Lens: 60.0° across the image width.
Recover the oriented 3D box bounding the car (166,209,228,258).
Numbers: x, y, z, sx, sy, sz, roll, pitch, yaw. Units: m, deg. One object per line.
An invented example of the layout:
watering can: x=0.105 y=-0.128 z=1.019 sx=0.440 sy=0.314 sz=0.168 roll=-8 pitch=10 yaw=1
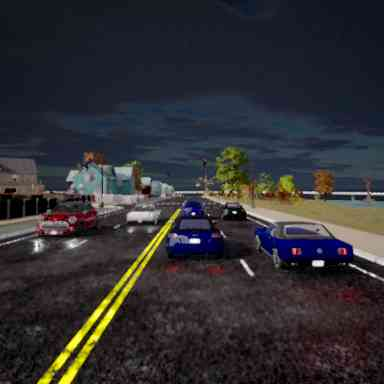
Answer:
car: x=0.098 y=1.562 z=12.786 sx=1.994 sy=1.385 sz=4.181 roll=0 pitch=0 yaw=0

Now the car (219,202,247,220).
car: x=3.350 y=1.564 z=27.977 sx=1.994 sy=1.385 sz=4.181 roll=0 pitch=0 yaw=0

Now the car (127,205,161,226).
car: x=-3.344 y=1.600 z=23.671 sx=1.895 sy=1.301 sz=4.718 roll=0 pitch=0 yaw=0

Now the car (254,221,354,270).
car: x=3.347 y=1.598 z=11.010 sx=1.895 sy=1.301 sz=4.718 roll=0 pitch=0 yaw=0

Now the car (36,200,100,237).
car: x=-6.597 y=1.349 z=18.095 sx=2.097 sy=1.767 sz=4.553 roll=0 pitch=0 yaw=0

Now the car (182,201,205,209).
car: x=0.101 y=1.526 z=28.203 sx=1.812 sy=1.442 sz=4.674 roll=0 pitch=0 yaw=0
